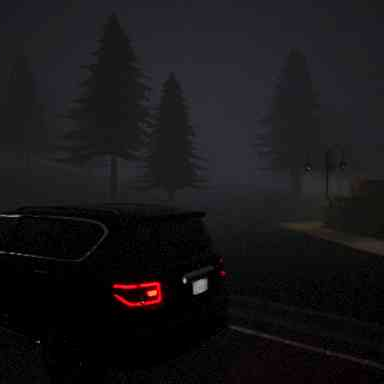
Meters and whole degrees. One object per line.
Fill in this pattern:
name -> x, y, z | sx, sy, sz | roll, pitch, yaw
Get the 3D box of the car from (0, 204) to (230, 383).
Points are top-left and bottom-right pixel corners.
car -> -2.079, 1.219, 5.474 | 5.566, 2.045, 2.150 | 0, 0, 36
